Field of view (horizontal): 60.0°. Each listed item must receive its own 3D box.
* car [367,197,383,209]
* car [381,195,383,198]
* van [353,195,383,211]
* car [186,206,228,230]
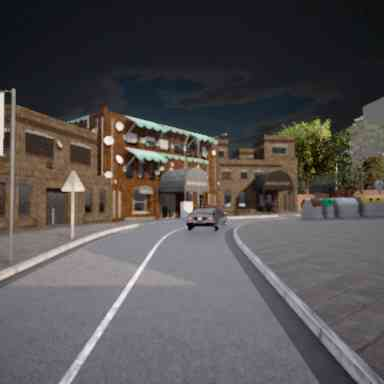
[{"bbox_3d":[26.443,1.515,44.866,2.231,1.521,4.892,-3,-2,-12],"label":"car"},{"bbox_3d":[21.023,1.176,31.148,2.435,2.045,5.566,-3,-2,-12],"label":"car"},{"bbox_3d":[23.726,1.441,44.170,1.878,1.987,4.442,-3,-2,-12],"label":"van"},{"bbox_3d":[1.062,1.594,21.237,2.033,1.411,5.357,-1,-1,14],"label":"car"}]
